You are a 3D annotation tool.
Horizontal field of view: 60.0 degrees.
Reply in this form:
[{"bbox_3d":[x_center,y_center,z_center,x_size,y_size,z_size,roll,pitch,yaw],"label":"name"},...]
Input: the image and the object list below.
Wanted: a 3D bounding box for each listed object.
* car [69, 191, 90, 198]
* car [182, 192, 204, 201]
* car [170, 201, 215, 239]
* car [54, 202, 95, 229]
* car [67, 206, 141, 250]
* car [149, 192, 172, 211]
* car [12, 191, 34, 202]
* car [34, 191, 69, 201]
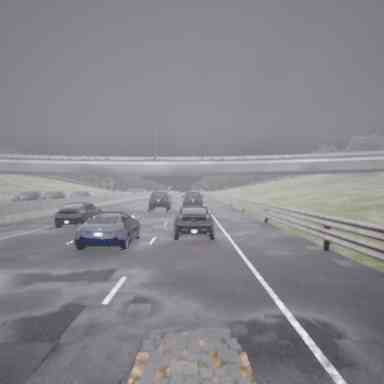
[{"bbox_3d":[-17.557,0.836,51.816,2.150,2.045,5.566,0,1,0],"label":"car"},{"bbox_3d":[0.097,0.974,36.299,2.150,2.045,5.566,0,0,0],"label":"car"},{"bbox_3d":[0.097,1.415,16.709,1.837,1.490,4.892,0,0,0],"label":"car"},{"bbox_3d":[-6.902,1.382,20.720,1.837,1.490,4.892,0,0,0],"label":"car"},{"bbox_3d":[-3.401,1.495,14.076,1.994,1.385,4.181,0,0,0],"label":"car"},{"bbox_3d":[-3.414,0.973,36.321,2.150,2.045,5.566,0,0,0],"label":"car"},{"bbox_3d":[-24.558,0.858,49.848,2.150,2.045,5.566,0,1,1],"label":"car"},{"bbox_3d":[-21.061,0.856,50.147,2.150,2.045,5.566,0,1,1],"label":"car"}]
